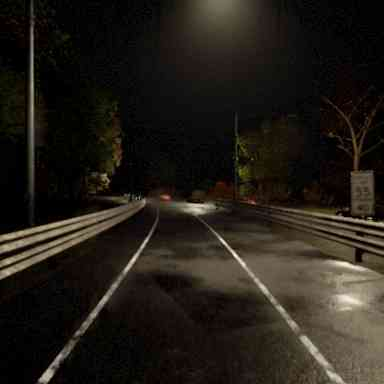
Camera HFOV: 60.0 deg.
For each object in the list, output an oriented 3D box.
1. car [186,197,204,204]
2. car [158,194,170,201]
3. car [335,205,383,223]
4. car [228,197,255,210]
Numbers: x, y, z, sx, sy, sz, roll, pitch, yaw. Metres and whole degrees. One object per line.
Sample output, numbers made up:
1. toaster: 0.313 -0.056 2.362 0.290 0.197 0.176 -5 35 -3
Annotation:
1. car: 0.436 1.592 61.417 1.895 1.301 4.718 1 0 -20
2. car: -6.838 1.296 81.579 2.097 1.767 4.553 0 0 -20
3. car: 13.269 1.701 25.686 1.837 1.490 4.892 0 0 -20
4. car: 6.518 1.469 44.446 2.097 1.767 4.553 0 0 -20
